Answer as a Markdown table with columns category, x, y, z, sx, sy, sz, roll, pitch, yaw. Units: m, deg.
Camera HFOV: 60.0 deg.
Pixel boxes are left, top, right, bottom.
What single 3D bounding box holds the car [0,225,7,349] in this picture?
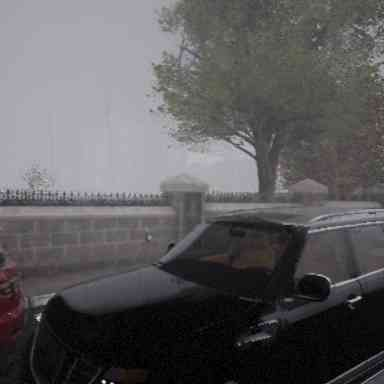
| category | x | y | z | sx | sy | sz | roll | pitch | yaw |
| --- | --- | --- | --- | --- | --- | --- | --- | --- | --- |
| car | -4.446 | 1.303 | 3.366 | 5.009 | 1.841 | 2.192 | 1 | 1 | -35 |

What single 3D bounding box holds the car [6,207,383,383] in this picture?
| category | x | y | z | sx | sy | sz | roll | pitch | yaw |
| --- | --- | --- | --- | --- | --- | --- | --- | --- | --- |
| car | 1.033 | 1.246 | 4.100 | 5.566 | 2.045 | 2.150 | 1 | 0 | -35 |

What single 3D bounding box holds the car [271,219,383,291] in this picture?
| category | x | y | z | sx | sy | sz | roll | pitch | yaw |
| --- | --- | --- | --- | --- | --- | --- | --- | --- | --- |
| car | 4.542 | 1.638 | 9.785 | 4.313 | 1.339 | 1.947 | 1 | 1 | -35 |
